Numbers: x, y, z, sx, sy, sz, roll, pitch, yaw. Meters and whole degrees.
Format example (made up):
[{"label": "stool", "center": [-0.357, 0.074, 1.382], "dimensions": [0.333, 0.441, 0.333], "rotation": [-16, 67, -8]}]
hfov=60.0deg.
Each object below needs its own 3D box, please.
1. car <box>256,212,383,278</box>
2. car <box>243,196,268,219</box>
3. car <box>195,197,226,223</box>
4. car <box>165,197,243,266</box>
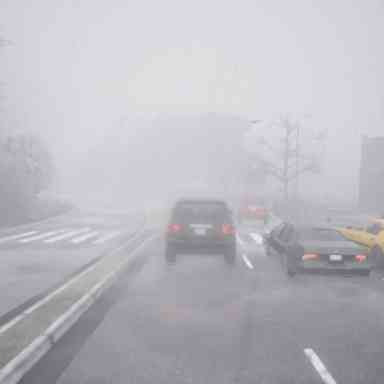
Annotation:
[{"label": "car", "center": [3.515, 1.609, 10.390], "dimensions": [2.033, 1.411, 5.357], "rotation": [1, 0, 3]}, {"label": "car", "center": [4.716, 1.306, 26.073], "dimensions": [2.150, 2.045, 5.566], "rotation": [1, 1, 8]}, {"label": "car", "center": [1.619, 1.371, 27.266], "dimensions": [2.097, 1.767, 4.553], "rotation": [1, 1, 8]}, {"label": "car", "center": [0.342, 1.239, 11.935], "dimensions": [2.150, 2.045, 5.566], "rotation": [1, -1, 2]}]
